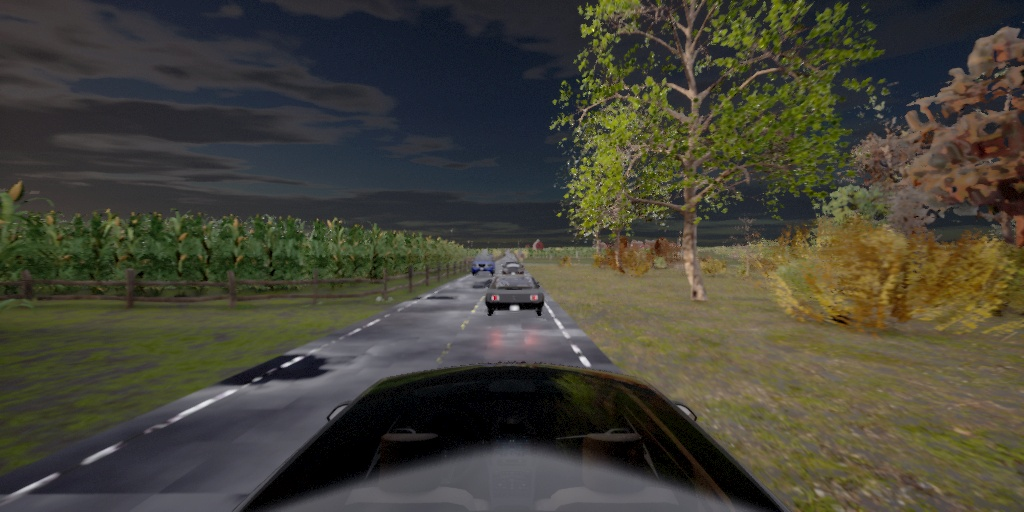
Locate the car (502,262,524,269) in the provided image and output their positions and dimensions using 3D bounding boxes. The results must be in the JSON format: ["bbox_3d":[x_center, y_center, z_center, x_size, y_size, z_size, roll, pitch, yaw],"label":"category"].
[{"bbox_3d":[0.090,1.217,31.114,1.812,1.442,4.674,0,0,0],"label":"car"}]

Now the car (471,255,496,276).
[{"bbox_3d":[-2.854,0.901,36.763,2.150,2.045,5.566,0,0,0],"label":"car"}]

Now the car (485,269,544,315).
[{"bbox_3d":[0.091,1.331,13.405,1.895,1.301,4.718,0,0,0],"label":"car"}]
